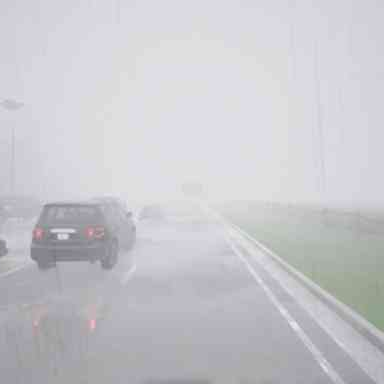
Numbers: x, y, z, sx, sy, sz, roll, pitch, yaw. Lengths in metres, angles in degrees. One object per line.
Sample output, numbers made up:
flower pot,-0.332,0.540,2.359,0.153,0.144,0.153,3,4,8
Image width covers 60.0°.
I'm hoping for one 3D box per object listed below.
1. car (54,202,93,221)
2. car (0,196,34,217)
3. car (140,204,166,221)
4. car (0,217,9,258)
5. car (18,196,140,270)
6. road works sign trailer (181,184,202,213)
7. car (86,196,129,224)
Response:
car,-10.400,1.683,29.638,1.812,1.442,4.674,0,0,0
car,-13.899,1.369,27.772,2.150,2.045,5.566,0,0,0
car,-3.401,1.719,29.149,1.994,1.385,4.181,0,0,0
car,-6.899,1.592,8.402,2.033,1.411,5.357,0,0,0
car,-3.399,1.283,11.447,2.150,2.045,5.566,0,0,0
road works sign trailer,-0.001,0.681,40.717,2.380,3.560,2.880,0,0,0
car,-6.900,1.369,27.822,2.150,2.045,5.566,0,0,0
